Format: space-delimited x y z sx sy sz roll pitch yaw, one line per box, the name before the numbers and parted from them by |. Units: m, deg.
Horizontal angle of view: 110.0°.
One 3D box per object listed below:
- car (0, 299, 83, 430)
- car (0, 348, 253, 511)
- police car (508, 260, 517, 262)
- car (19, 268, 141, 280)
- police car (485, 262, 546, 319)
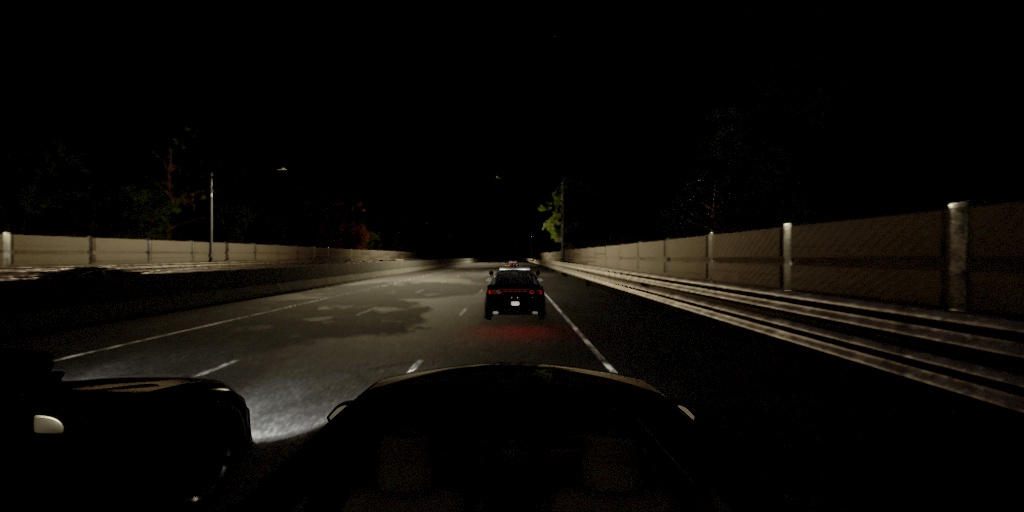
car | -6.902 1.297 2.241 2.033 1.411 5.357 0 0 0
car | -3.402 1.314 1.606 1.994 1.385 4.181 0 0 0
police car | 0.087 1.265 44.052 2.038 1.542 4.974 0 0 0
car | -17.594 1.257 14.632 1.837 1.490 4.892 0 0 0
police car | 0.097 1.178 13.017 1.930 1.638 5.238 0 0 0
